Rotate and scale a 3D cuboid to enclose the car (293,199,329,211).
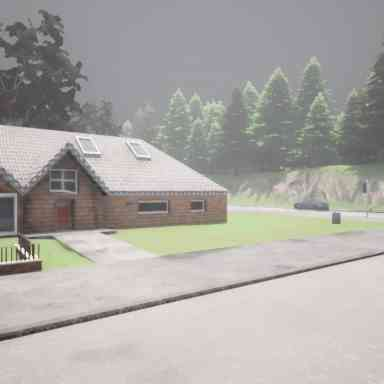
[{"bbox_3d":[14.338,1.564,40.186,1.994,1.385,4.181,0,0,-35],"label":"car"}]
